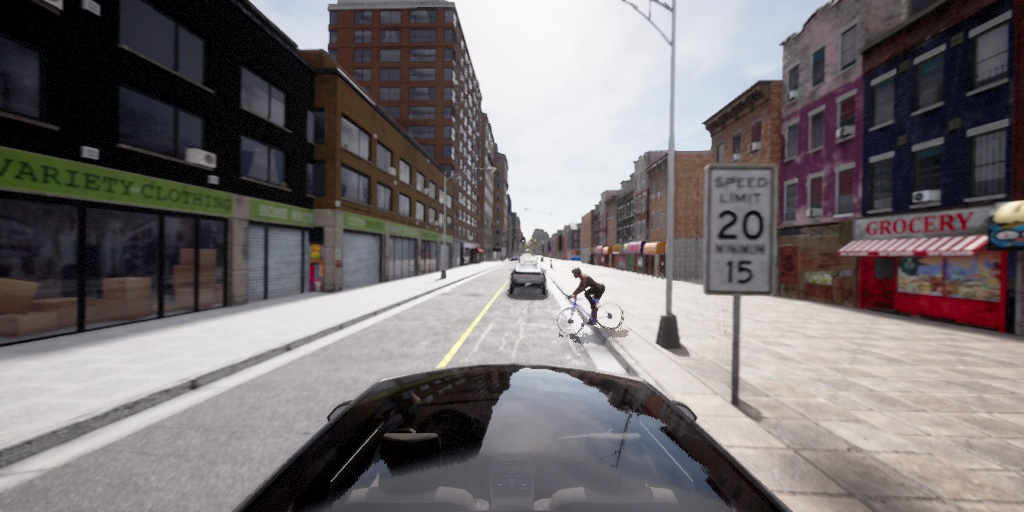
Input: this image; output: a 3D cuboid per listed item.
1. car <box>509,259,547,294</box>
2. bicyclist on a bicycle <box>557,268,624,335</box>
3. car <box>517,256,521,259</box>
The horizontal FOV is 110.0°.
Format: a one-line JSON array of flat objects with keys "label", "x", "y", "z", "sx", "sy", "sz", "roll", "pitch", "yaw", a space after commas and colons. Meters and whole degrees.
[{"label": "car", "x": 0.851, "y": 1.110, "z": 19.129, "sx": 2.128, "sy": 1.511, "sz": 4.902, "roll": 1, "pitch": 0, "yaw": 3}, {"label": "bicyclist on a bicycle", "x": 1.839, "y": 1.080, "z": 8.759, "sx": 1.656, "sy": 1.620, "sz": 0.582, "roll": -9, "pitch": 0, "yaw": 3}, {"label": "car", "x": 1.720, "y": 1.008, "z": 37.565, "sx": 1.812, "sy": 1.442, "sz": 4.674, "roll": 1, "pitch": 0, "yaw": 3}]
